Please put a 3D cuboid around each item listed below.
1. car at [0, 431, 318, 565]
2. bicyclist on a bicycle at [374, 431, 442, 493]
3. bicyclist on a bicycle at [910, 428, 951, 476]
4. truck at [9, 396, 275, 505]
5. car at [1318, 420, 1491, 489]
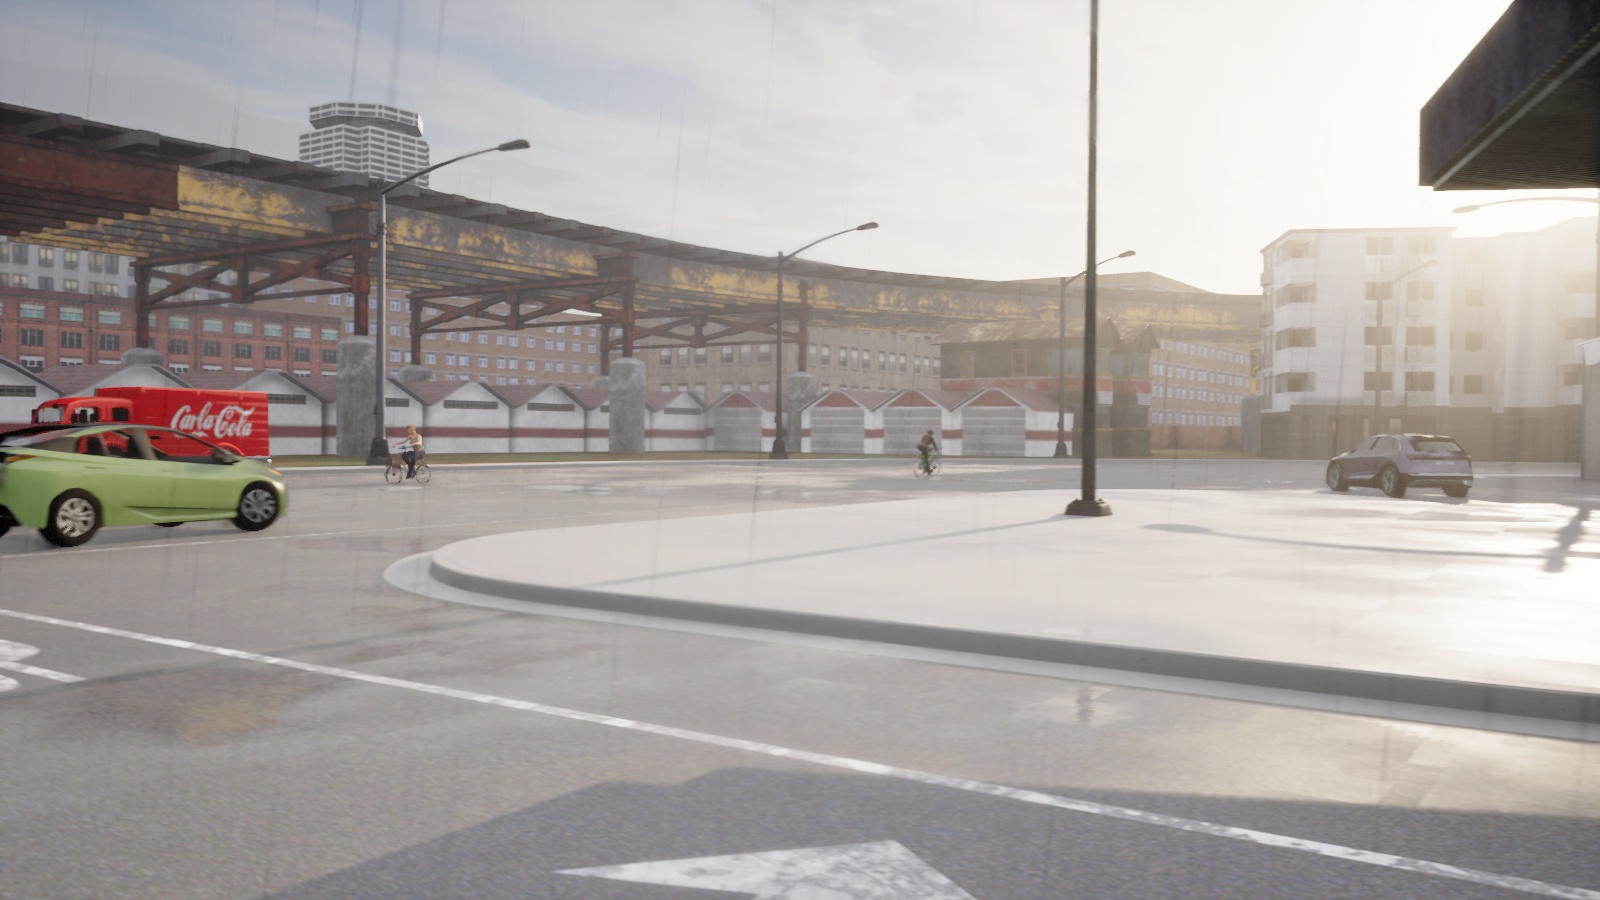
[{"bbox_3d":[-8.942,0.529,16.874,2.007,1.525,4.514,0,1,23],"label":"car"},{"bbox_3d":[-10.455,0.305,33.516,0.866,1.612,1.509,0,1,34],"label":"bicyclist on a bicycle"},{"bbox_3d":[4.456,0.059,42.876,0.582,1.620,1.656,0,1,38],"label":"bicyclist on a bicycle"},{"bbox_3d":[-16.205,-0.035,31.233,2.627,2.467,5.204,0,1,34],"label":"truck"},{"bbox_3d":[15.708,0.069,32.958,2.033,1.649,4.856,-1,1,-3],"label":"car"}]
